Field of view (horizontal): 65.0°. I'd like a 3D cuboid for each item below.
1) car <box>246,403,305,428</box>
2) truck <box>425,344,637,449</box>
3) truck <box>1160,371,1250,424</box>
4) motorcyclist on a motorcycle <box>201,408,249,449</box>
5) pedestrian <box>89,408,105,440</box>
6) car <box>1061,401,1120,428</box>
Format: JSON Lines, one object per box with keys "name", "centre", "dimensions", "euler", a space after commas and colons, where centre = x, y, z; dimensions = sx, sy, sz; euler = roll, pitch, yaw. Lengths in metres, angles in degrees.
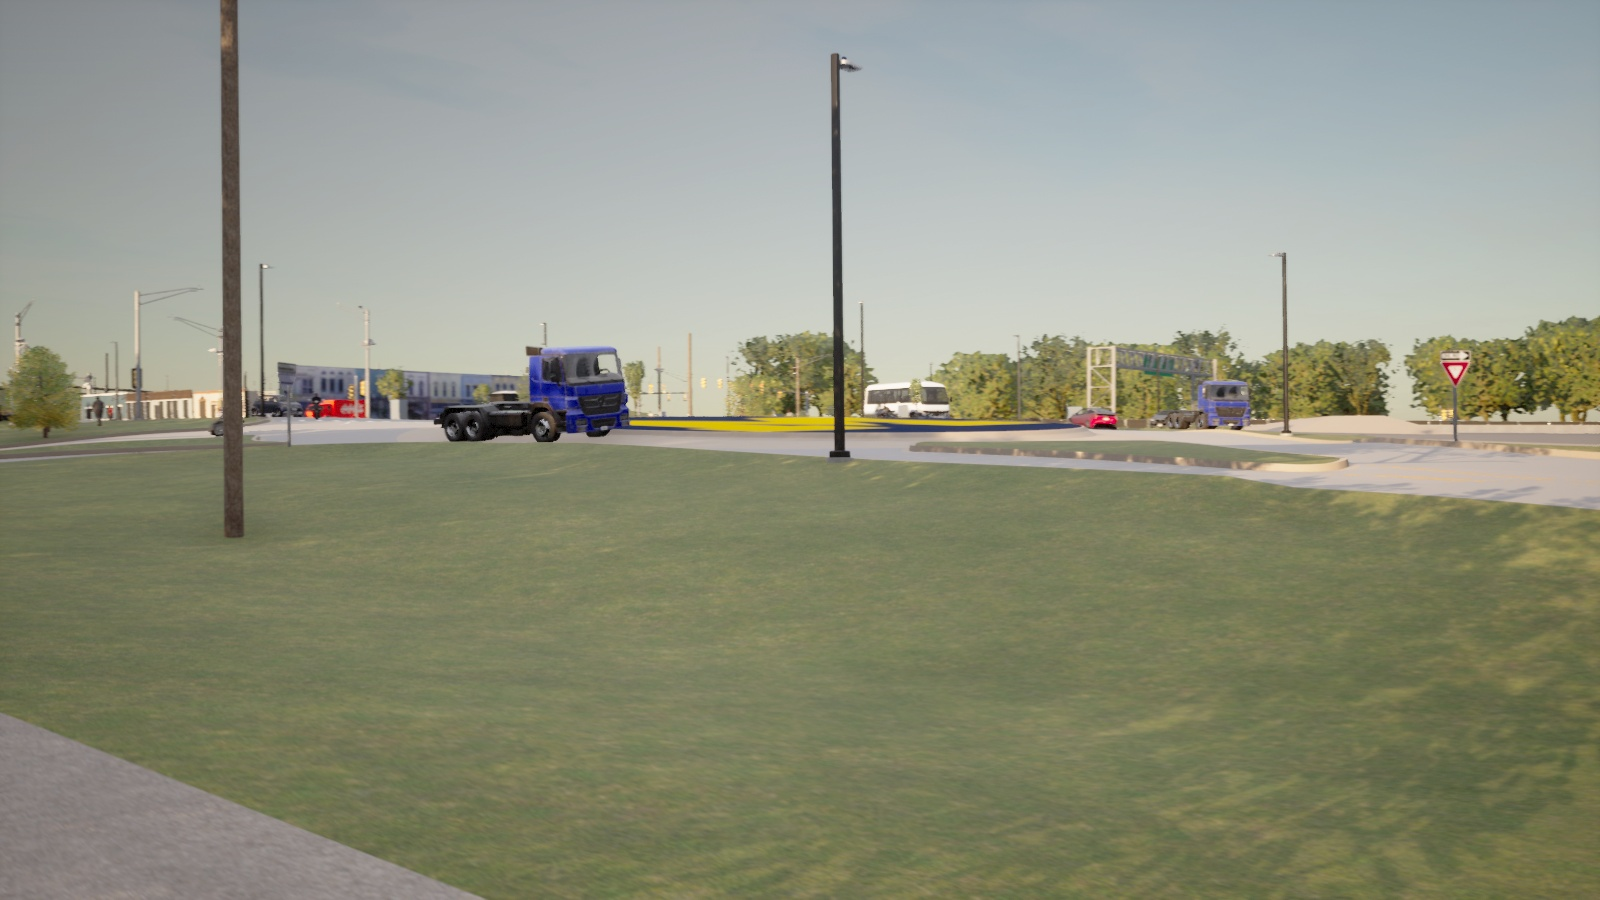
{"name": "car", "centre": [-34.270, -2.215, 82.080], "dimensions": [3.705, 1.549, 1.789], "euler": [0, 1, 34]}
{"name": "truck", "centre": [-10.022, -1.934, 46.322], "dimensions": [7.936, 3.462, 2.891], "euler": [0, 7, 37]}
{"name": "truck", "centre": [27.952, -3.612, 87.072], "dimensions": [2.891, 3.462, 7.936], "euler": [0, 2, -6]}
{"name": "motorcyclist on a motorcycle", "centre": [-25.323, -0.957, 55.344], "dimensions": [0.766, 1.649, 2.350], "euler": [-2, 4, 5]}
{"name": "pedestrian", "centre": [-43.929, -1.638, 78.424], "dimensions": [0.659, 1.952, 0.873], "euler": [-1, 0, -41]}
{"name": "car", "centre": [18.392, -2.297, 79.750], "dimensions": [2.007, 1.525, 4.514], "euler": [3, 2, -10]}
